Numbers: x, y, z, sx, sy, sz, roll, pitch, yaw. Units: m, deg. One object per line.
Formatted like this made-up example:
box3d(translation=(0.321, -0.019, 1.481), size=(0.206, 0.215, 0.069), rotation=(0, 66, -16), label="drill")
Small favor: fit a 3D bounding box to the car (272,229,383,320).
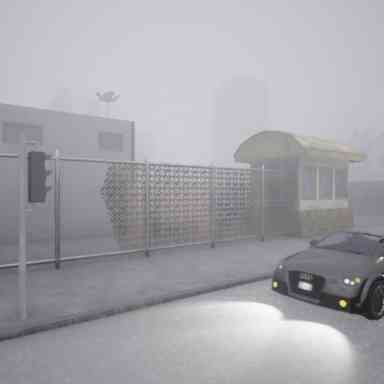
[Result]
box3d(translation=(3.702, 1.562, 7.353), size=(4.181, 1.385, 1.994), rotation=(0, 0, -36), label="car")
